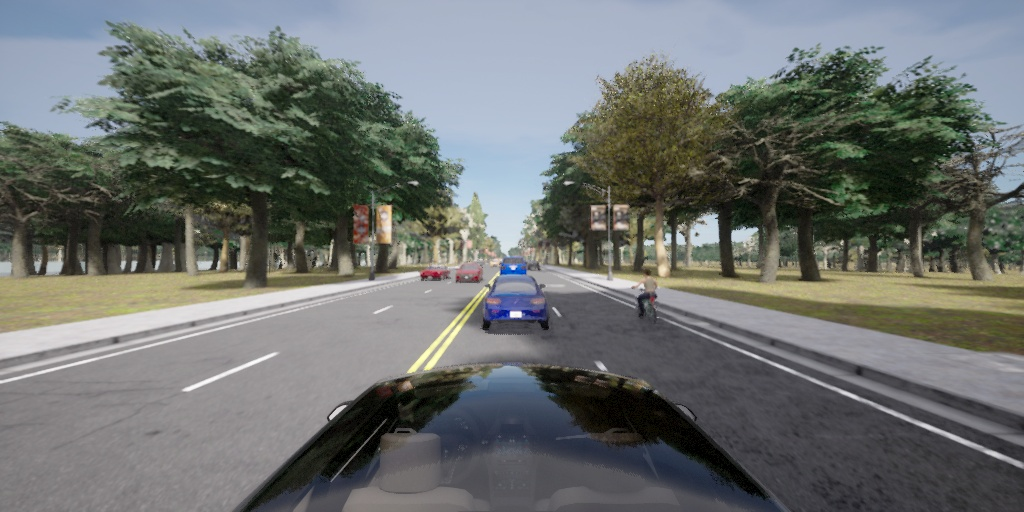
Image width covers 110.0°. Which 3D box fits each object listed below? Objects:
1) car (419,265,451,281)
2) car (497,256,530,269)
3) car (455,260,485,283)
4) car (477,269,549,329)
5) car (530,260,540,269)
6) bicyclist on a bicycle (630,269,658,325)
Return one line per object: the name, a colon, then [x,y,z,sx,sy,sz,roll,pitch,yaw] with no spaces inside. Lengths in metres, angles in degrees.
car: [-6.599,1.444,31.157,1.895,1.301,4.718,0,0,0]
car: [0.098,1.061,30.088,2.150,2.045,5.566,0,0,0]
car: [-3.349,1.312,28.849,1.882,1.535,5.008,0,0,0]
car: [0.097,1.302,11.267,1.812,1.442,4.674,0,0,0]
car: [3.349,1.462,56.617,1.837,1.490,4.892,0,0,0]
bicyclist on a bicycle: [4.124,1.213,11.017,0.866,1.612,1.509,0,0,0]
